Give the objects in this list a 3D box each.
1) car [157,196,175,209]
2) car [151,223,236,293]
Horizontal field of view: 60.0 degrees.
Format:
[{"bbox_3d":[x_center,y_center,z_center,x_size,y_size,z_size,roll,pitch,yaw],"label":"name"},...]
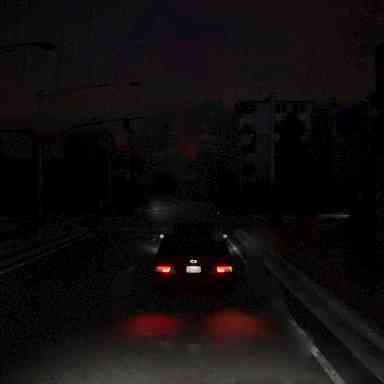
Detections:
[{"bbox_3d":[-3.703,1.503,45.555,1.837,1.490,4.892,0,0,0],"label":"car"},{"bbox_3d":[0.036,1.547,8.960,2.033,1.411,5.357,0,0,0],"label":"car"}]
